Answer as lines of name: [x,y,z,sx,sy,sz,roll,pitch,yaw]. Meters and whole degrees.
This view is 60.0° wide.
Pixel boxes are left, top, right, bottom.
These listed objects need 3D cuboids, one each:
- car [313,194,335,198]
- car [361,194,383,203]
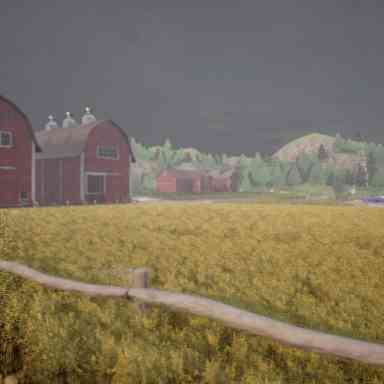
car: [34.592,1.395,88.021,4.605,1.855,1.932,0,0,35]
car: [37.551,1.562,68.959,4.611,1.667,2.242,0,0,35]
